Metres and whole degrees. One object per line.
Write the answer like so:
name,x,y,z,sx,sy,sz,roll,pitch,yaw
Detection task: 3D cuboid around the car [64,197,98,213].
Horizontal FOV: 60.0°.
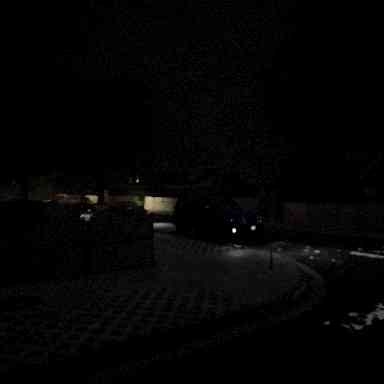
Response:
car,-11.350,1.501,34.418,1.895,1.301,4.718,0,0,-35

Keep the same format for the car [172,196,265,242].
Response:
car,1.115,1.228,16.984,2.150,2.045,5.566,0,0,-36

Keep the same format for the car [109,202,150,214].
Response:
car,-4.862,1.480,25.340,1.812,1.442,4.674,0,0,-36

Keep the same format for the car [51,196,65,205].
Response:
car,-20.800,1.375,52.508,2.033,1.411,5.357,0,0,-36
